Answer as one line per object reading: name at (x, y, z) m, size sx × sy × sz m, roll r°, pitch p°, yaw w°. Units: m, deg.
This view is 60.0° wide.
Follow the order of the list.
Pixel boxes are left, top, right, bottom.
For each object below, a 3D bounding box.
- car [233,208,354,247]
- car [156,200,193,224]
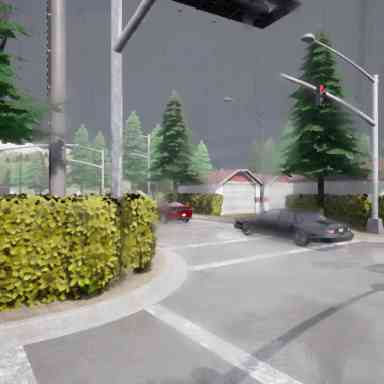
car at (4.253, 1.422, 14.787) m, size 2.033 × 1.411 × 5.357 m, roll 0°, pitch 2°, yaw -35°
car at (-1.945, 1.305, 23.380) m, size 1.882 × 1.535 × 5.008 m, roll -1°, pitch 1°, yaw -35°
